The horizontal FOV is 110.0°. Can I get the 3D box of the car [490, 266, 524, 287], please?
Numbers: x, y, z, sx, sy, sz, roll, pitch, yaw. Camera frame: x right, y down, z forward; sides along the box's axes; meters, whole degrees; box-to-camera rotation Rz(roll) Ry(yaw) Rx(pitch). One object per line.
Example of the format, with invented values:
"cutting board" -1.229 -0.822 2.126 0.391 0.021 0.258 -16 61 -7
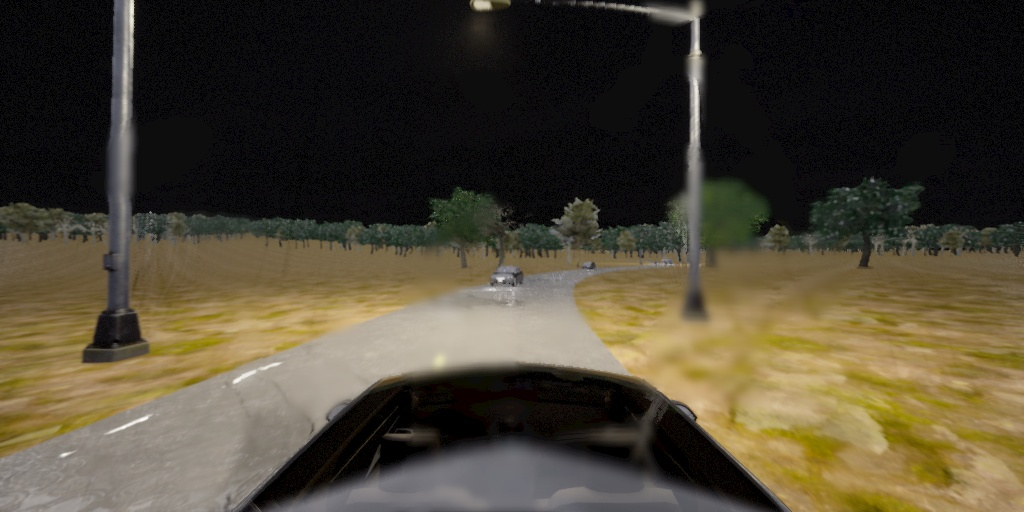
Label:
"car" -0.306 1.507 27.459 2.128 1.511 4.902 1 0 12
